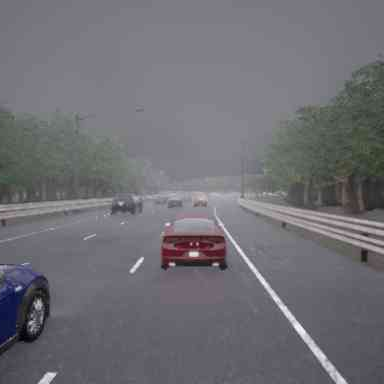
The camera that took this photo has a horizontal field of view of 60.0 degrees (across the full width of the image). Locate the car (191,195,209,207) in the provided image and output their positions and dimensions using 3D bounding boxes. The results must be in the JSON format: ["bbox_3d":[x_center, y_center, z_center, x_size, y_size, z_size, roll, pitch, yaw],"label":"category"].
[{"bbox_3d":[1.353,1.576,51.041,1.895,1.301,4.718,0,0,3],"label":"car"}]

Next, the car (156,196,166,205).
[{"bbox_3d":[-5.173,1.437,58.457,2.128,1.511,4.902,0,0,3],"label":"car"}]

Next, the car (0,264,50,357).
[{"bbox_3d":[-3.380,1.352,3.621,2.097,1.767,4.553,0,0,0],"label":"car"}]

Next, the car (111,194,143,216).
[{"bbox_3d":[-6.374,1.217,33.027,2.150,2.045,5.566,0,0,2],"label":"car"}]

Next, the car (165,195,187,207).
[{"bbox_3d":[-2.222,1.456,47.441,1.882,1.535,5.008,0,0,3],"label":"car"}]

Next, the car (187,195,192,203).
[{"bbox_3d":[-1.041,1.408,68.735,2.128,1.511,4.902,0,0,3],"label":"car"}]

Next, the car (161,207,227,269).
[{"bbox_3d":[0.081,1.482,11.216,1.882,1.535,5.008,0,0,1],"label":"car"}]

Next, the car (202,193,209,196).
[{"bbox_3d":[2.014,1.433,62.710,1.882,1.535,5.008,0,0,3],"label":"car"}]
